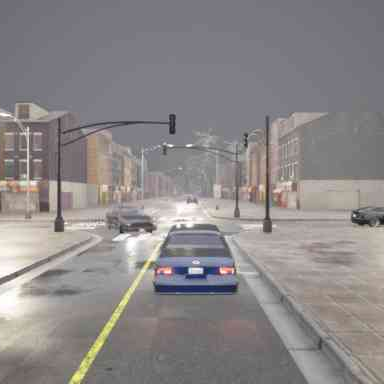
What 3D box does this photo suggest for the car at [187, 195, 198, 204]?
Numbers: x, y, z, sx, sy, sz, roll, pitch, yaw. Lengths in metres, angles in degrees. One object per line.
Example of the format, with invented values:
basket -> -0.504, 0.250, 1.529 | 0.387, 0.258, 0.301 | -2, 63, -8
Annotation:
car -> 0.021, 1.407, 64.586 | 2.097, 1.767, 4.553 | 0, 0, 0

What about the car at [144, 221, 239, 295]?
car -> 0.069, 1.549, 8.848 | 2.033, 1.411, 5.357 | 0, 0, 0

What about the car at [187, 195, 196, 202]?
car -> -0.093, 1.550, 75.782 | 1.882, 1.535, 5.008 | 0, 0, 0

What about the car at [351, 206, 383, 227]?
car -> 12.324, 1.522, 20.981 | 4.313, 1.339, 1.947 | 0, 0, 0

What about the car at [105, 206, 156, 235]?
car -> -3.673, 1.550, 19.267 | 2.033, 1.411, 5.357 | 0, 0, -26
